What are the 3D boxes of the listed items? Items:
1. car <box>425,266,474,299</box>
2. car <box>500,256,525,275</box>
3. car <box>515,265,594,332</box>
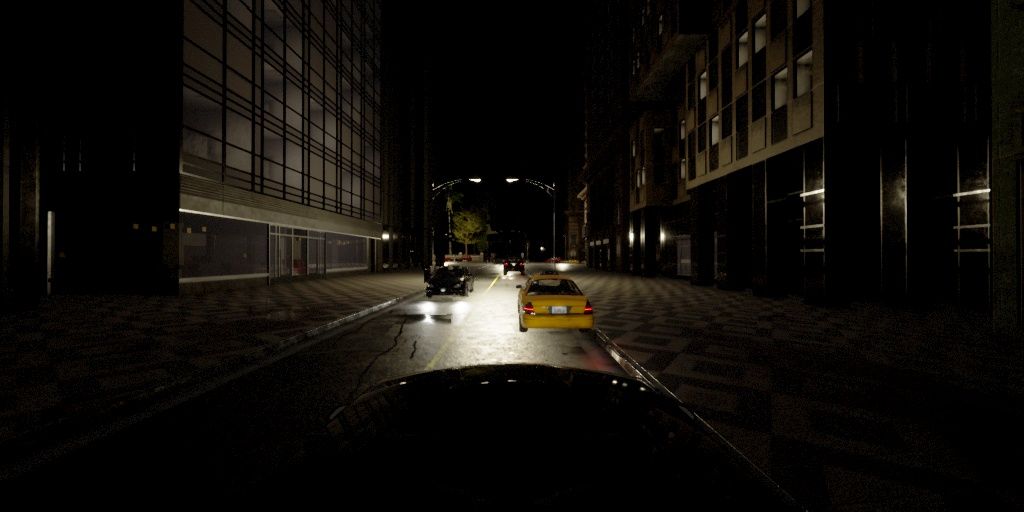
[{"bbox_3d":[-3.029,1.256,18.216,1.837,1.490,4.892,0,0,0],"label":"car"},{"bbox_3d":[0.233,0.976,38.290,2.150,2.045,5.566,0,0,1],"label":"car"},{"bbox_3d":[1.089,1.206,10.740,1.801,1.575,5.366,0,0,0],"label":"car"}]
